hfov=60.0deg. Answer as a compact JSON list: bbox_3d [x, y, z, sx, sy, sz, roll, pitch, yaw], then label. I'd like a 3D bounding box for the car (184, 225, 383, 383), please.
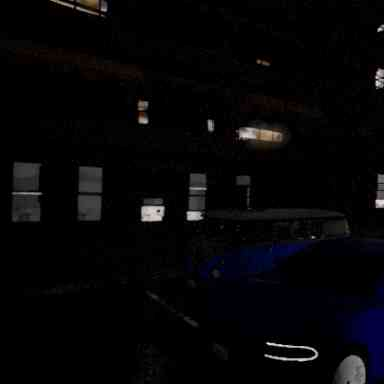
[{"bbox_3d":[2.432,1.453,4.872,5.008,1.535,1.882,1,1,-32],"label":"car"}]

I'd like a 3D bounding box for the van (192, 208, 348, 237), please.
[{"bbox_3d":[1.803,1.270,7.503,3.998,1.788,1.690,1,2,-32],"label":"van"}]
